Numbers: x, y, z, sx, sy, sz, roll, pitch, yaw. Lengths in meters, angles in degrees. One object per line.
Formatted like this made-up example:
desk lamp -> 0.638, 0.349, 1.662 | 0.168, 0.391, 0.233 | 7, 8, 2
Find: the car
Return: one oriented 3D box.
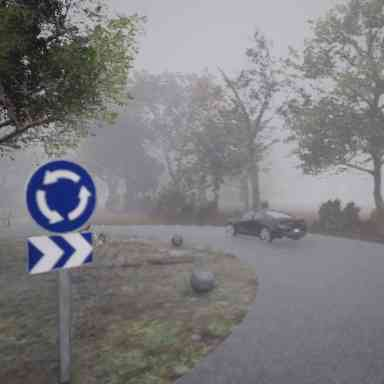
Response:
car -> 3.619, 1.632, 17.175 | 1.882, 1.535, 5.008 | 0, -1, -26
